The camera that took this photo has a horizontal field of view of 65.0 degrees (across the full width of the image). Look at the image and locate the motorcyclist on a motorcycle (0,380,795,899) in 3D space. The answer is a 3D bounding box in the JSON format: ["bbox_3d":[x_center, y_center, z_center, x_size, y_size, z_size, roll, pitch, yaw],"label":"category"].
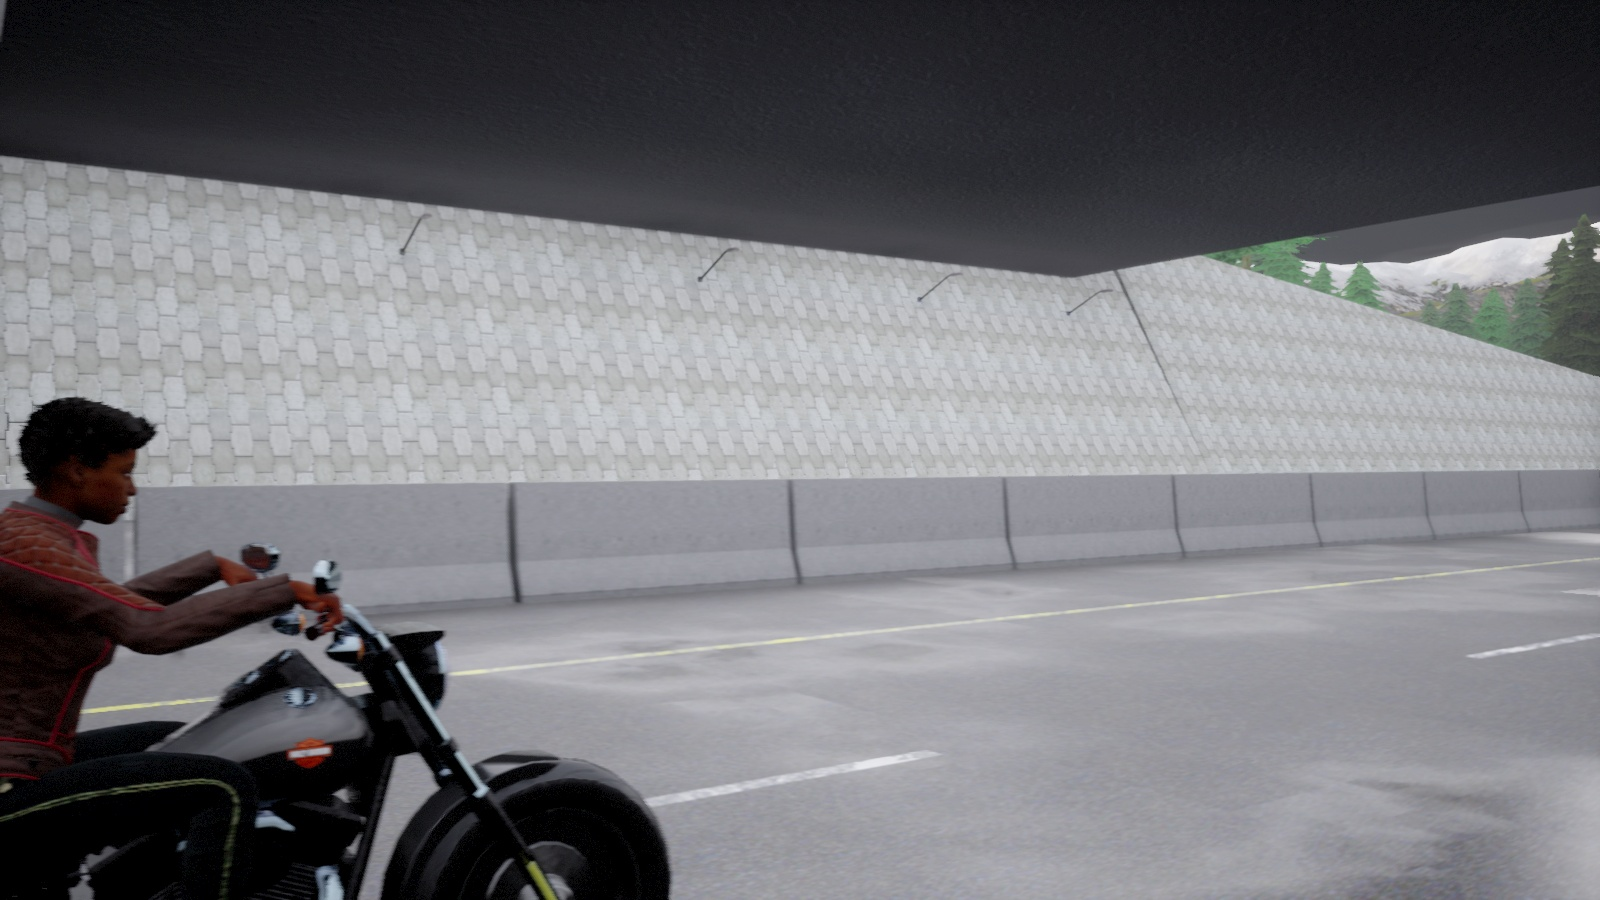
[{"bbox_3d":[-1.196,0.704,2.826,2.350,1.649,0.766,0,0,-35],"label":"motorcyclist on a motorcycle"}]
